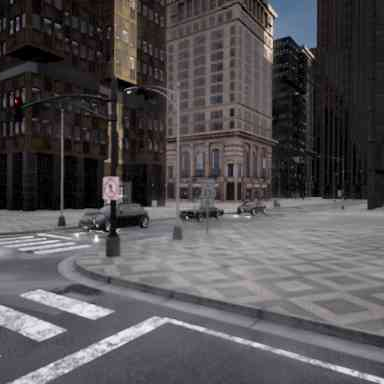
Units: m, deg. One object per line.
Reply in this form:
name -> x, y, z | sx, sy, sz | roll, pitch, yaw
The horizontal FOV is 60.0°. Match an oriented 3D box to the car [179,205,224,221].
car -> 0.865, 1.771, 28.893 | 1.895, 1.301, 4.718 | 1, 0, 35

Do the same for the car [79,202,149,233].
car -> -4.790, 1.461, 20.881 | 2.097, 1.767, 4.553 | 1, 0, 35

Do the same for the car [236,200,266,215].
car -> 6.715, 1.734, 37.155 | 1.837, 1.490, 4.892 | 1, 0, 35
